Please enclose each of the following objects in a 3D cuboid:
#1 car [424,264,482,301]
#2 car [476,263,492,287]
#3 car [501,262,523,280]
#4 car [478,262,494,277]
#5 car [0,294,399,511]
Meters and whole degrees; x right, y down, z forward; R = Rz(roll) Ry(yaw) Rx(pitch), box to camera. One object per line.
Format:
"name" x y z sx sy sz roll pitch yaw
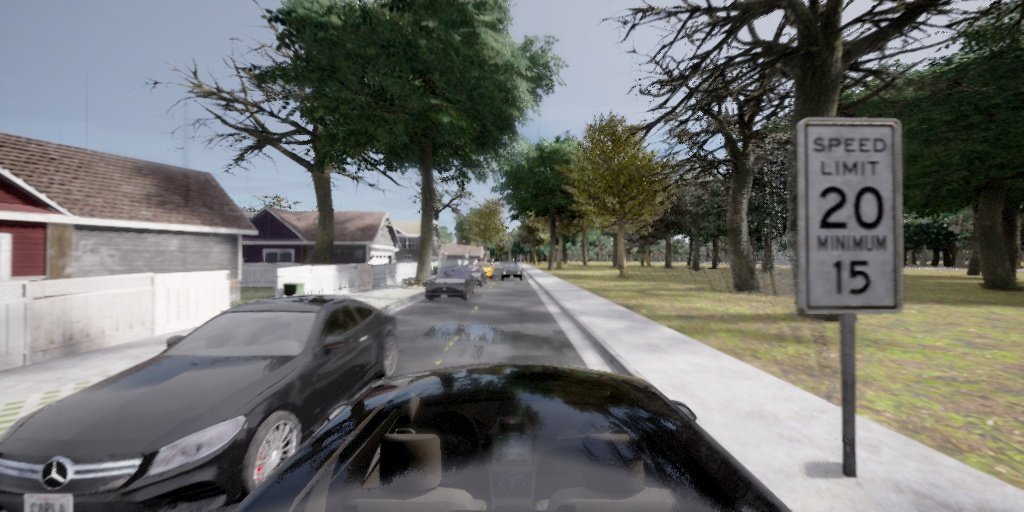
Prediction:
"car" -2.852 1.320 17.741 2.033 1.411 5.357 0 0 0
"car" -2.759 1.392 25.015 2.033 1.411 5.357 0 0 0
"car" -0.003 1.433 31.702 1.895 1.301 4.718 0 0 0
"car" -2.771 1.322 34.341 1.882 1.535 5.008 0 0 0
"car" -2.851 1.276 4.531 1.812 1.442 4.674 0 0 0
